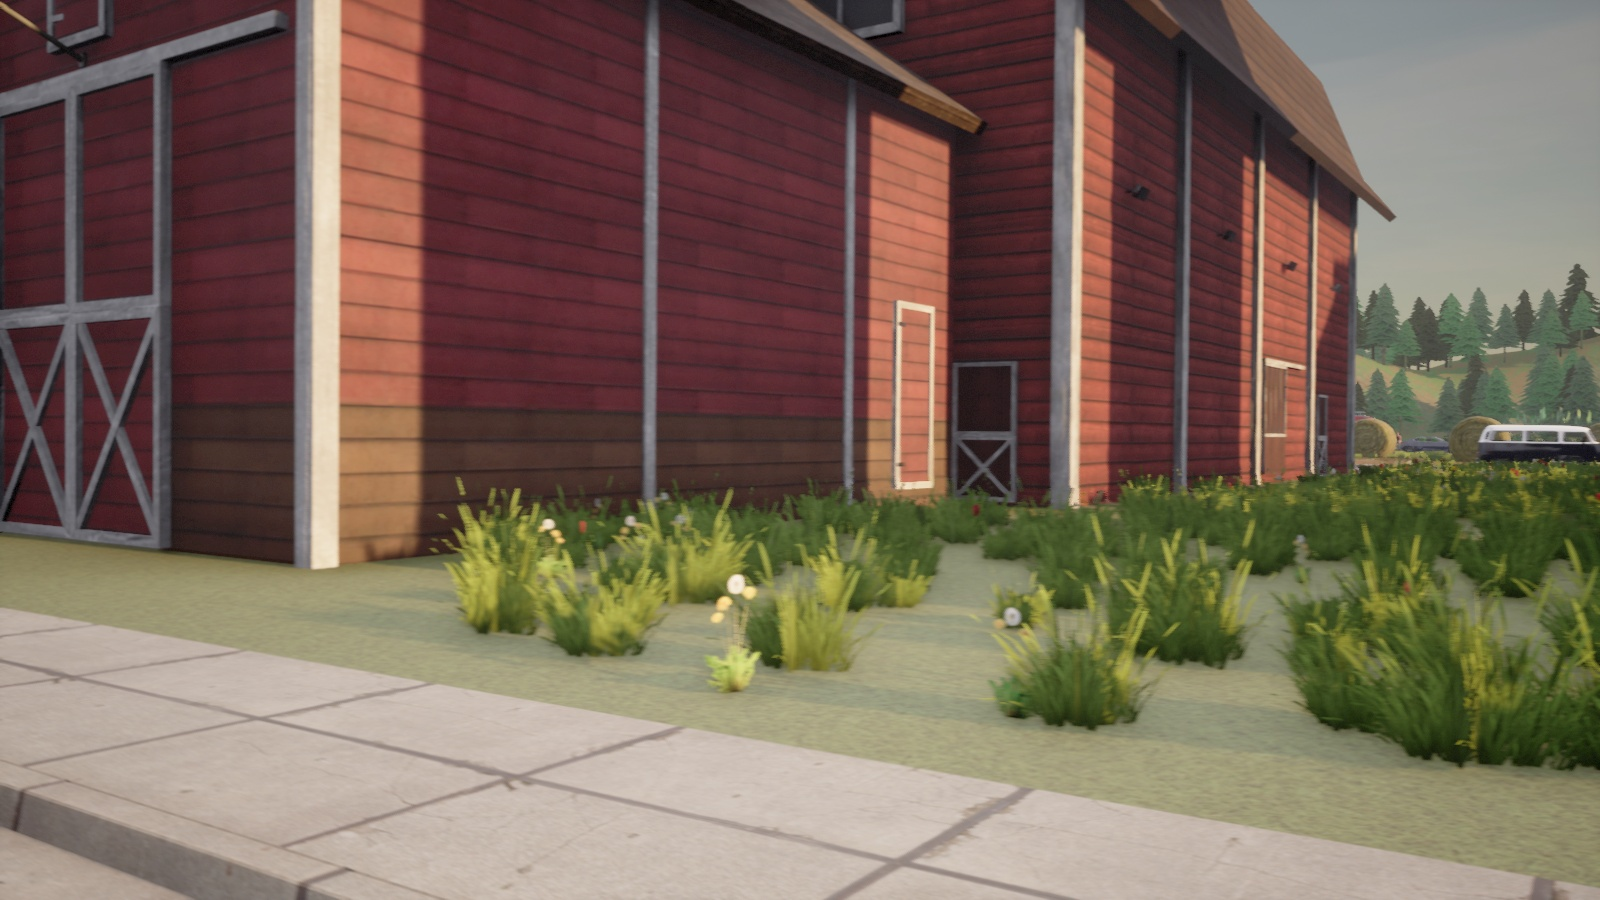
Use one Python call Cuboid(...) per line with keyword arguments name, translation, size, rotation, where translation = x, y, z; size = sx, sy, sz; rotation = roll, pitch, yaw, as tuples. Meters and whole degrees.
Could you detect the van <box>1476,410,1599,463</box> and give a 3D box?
Cuboid(name="van", translation=(30.006, -0.536, 50.802), size=(4.480, 2.038, 2.069), rotation=(0, 1, 34))
